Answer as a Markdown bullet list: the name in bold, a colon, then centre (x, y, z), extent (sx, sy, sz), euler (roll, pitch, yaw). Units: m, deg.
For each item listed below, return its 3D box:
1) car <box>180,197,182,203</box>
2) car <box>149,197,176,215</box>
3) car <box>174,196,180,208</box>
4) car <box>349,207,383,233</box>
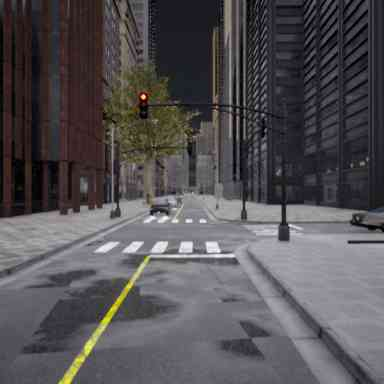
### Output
- **car**: centre (-2.974, 1.565, 67.017), extent (2.033, 1.411, 5.357), euler (0, 0, 0)
- **car**: centre (-3.084, 1.527, 33.514), extent (2.033, 1.411, 5.357), euler (0, 0, 0)
- **car**: centre (-3.071, 1.508, 46.987), extent (1.812, 1.442, 4.674), euler (0, 0, 0)
- **car**: centre (11.534, 1.477, 18.108), extent (5.357, 1.411, 2.033), euler (0, 0, 0)
